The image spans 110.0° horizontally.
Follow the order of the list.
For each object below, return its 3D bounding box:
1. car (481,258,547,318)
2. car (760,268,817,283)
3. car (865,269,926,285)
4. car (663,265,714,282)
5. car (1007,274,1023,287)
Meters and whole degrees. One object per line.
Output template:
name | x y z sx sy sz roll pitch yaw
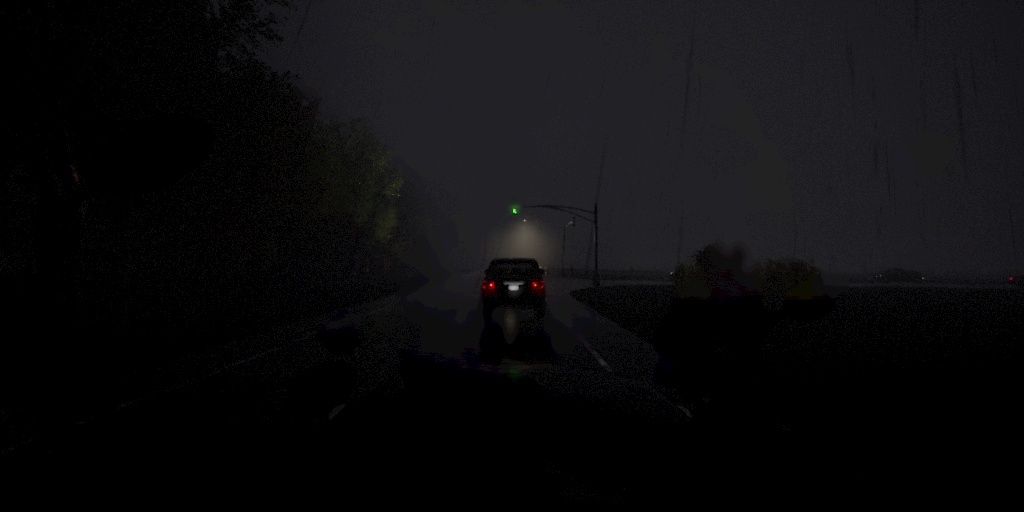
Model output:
car | 0.097 1.104 13.729 2.150 2.045 5.566 0 -1 1
car | 27.760 1.962 36.166 5.008 1.535 1.882 1 -2 0
car | 38.501 2.093 36.109 4.902 1.511 2.128 1 -2 0
car | 17.753 1.728 36.249 4.553 1.767 2.097 1 -2 1
car | 48.514 2.159 32.473 5.357 1.411 2.033 1 -2 0
